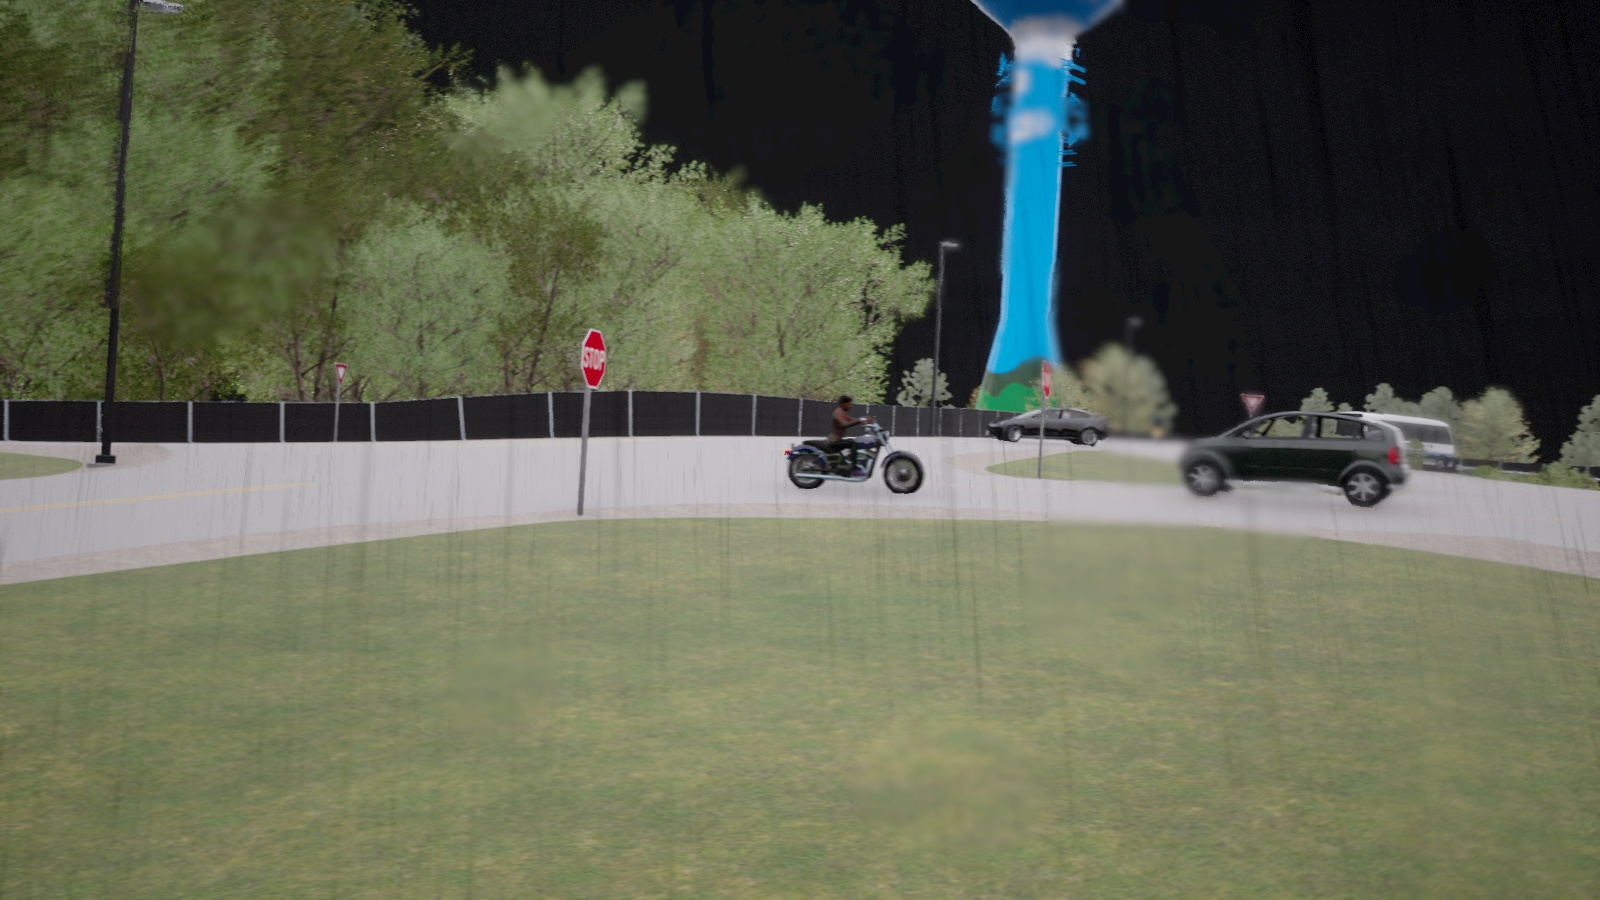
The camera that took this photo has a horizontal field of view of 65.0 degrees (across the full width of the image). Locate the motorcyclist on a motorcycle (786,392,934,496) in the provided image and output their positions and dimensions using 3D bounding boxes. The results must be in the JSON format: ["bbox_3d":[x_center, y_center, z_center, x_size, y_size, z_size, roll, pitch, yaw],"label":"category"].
[{"bbox_3d":[1.003,-0.120,20.991,2.350,1.649,0.766,1,4,12],"label":"motorcyclist on a motorcycle"}]

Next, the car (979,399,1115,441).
[{"bbox_3d":[9.673,-1.192,49.401,4.792,1.488,2.163,2,2,-4],"label":"car"}]

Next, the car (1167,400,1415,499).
[{"bbox_3d":[8.396,-0.076,21.530,3.705,1.549,1.789,2,3,30],"label":"car"}]
